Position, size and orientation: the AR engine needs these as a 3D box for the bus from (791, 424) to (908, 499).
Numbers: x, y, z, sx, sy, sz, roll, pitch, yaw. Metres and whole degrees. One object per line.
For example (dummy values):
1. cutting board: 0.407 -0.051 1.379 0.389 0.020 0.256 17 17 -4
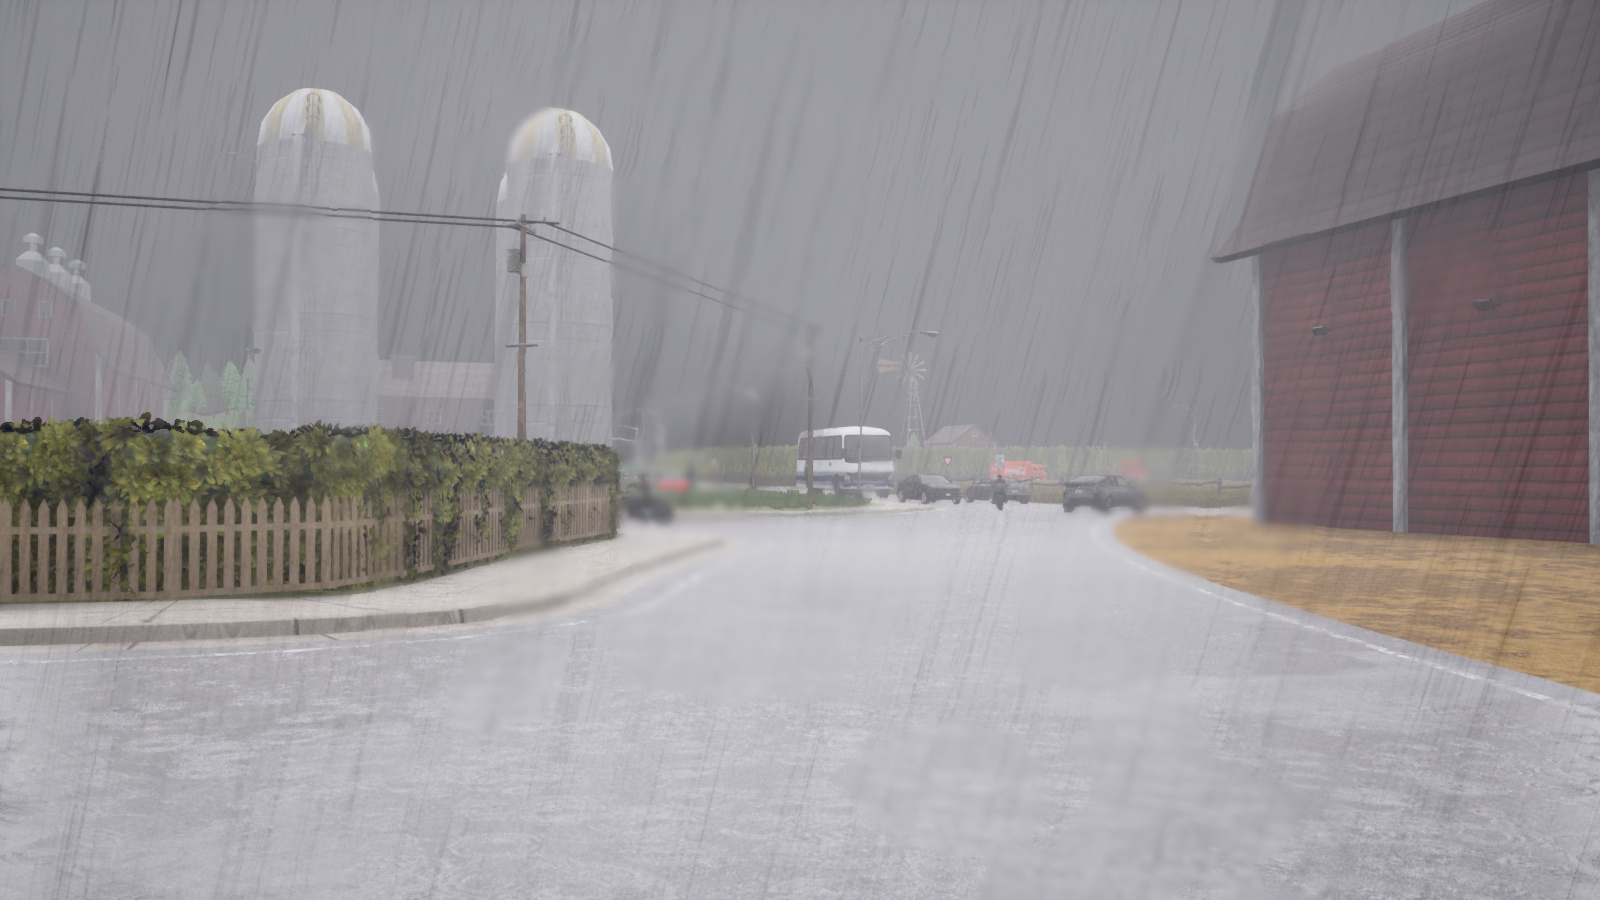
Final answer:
1. bus: 2.820 0.731 76.198 3.944 4.253 10.273 0 -1 -17

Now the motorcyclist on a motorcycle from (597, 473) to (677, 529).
1. motorcyclist on a motorcycle: -4.970 1.547 38.340 2.350 1.649 0.766 0 -1 -3

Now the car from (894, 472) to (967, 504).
1. car: 6.552 1.890 63.757 1.882 1.535 5.008 0 -1 -17

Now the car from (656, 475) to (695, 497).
1. car: -7.903 2.263 79.931 2.207 1.376 1.481 0 -1 -17

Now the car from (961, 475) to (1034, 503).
1. car: 10.056 1.968 64.246 1.994 1.385 4.181 0 -1 -18

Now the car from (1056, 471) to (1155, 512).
1. car: 12.057 1.605 49.382 2.007 1.525 4.514 -1 -2 39

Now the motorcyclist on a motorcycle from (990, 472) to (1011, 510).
1. motorcyclist on a motorcycle: 8.380 1.704 52.533 0.797 1.523 2.044 -1 -1 8
